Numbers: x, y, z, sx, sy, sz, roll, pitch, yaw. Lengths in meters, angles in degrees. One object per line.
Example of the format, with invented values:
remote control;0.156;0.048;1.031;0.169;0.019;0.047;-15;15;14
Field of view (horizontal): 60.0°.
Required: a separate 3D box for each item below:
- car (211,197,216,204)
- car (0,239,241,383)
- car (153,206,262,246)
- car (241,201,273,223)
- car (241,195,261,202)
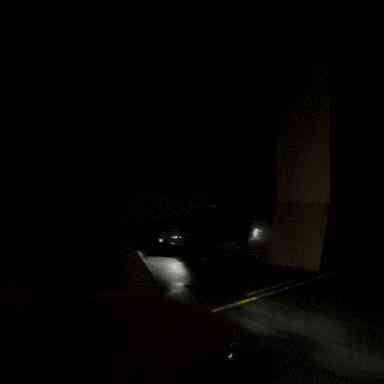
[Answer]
car;3.196;1.615;64.297;2.128;1.511;4.902;0;0;-14
car;-1.810;1.488;2.652;5.008;1.535;1.882;0;0;-35
car;0.618;1.532;13.894;4.892;1.490;1.837;0;0;-43
car;4.318;1.603;23.709;1.994;1.385;4.181;0;0;30
car;9.552;1.439;53.717;2.097;1.767;4.553;0;0;-14
